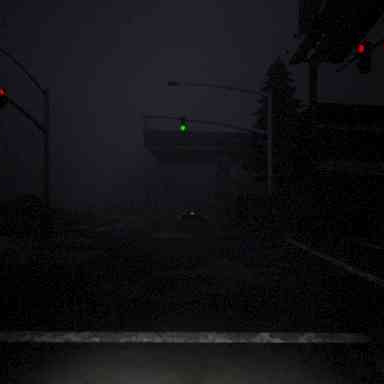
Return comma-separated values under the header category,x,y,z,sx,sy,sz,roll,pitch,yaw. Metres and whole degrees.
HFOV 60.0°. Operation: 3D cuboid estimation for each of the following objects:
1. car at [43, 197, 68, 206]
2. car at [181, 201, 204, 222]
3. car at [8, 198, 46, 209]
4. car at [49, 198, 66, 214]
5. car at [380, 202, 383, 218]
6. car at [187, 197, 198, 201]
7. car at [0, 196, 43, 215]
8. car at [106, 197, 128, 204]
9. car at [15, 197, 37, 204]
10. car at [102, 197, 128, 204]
category,x,y,z,sx,sy,sz,roll,pitch,yaw
car,-24.063,1.719,58.545,3.633,1.501,1.845,0,0,-1
car,0.051,1.742,28.466,2.033,1.411,5.357,0,0,1
car,-24.042,1.629,48.552,4.514,1.523,2.007,0,0,-1
car,-16.197,1.608,36.183,3.806,1.475,1.970,0,0,-1
car,17.216,1.703,32.520,2.242,1.667,4.611,0,0,-1
car,0.080,1.764,60.426,2.097,1.767,4.553,0,0,0
car,-16.787,1.301,32.856,3.866,1.878,1.905,0,0,-1
car,-16.535,1.842,73.575,4.514,1.523,2.007,0,0,-1
car,-35.129,1.865,70.468,3.806,1.475,1.970,0,0,-1
car,-16.463,1.811,70.438,5.027,1.636,2.152,0,0,-1
